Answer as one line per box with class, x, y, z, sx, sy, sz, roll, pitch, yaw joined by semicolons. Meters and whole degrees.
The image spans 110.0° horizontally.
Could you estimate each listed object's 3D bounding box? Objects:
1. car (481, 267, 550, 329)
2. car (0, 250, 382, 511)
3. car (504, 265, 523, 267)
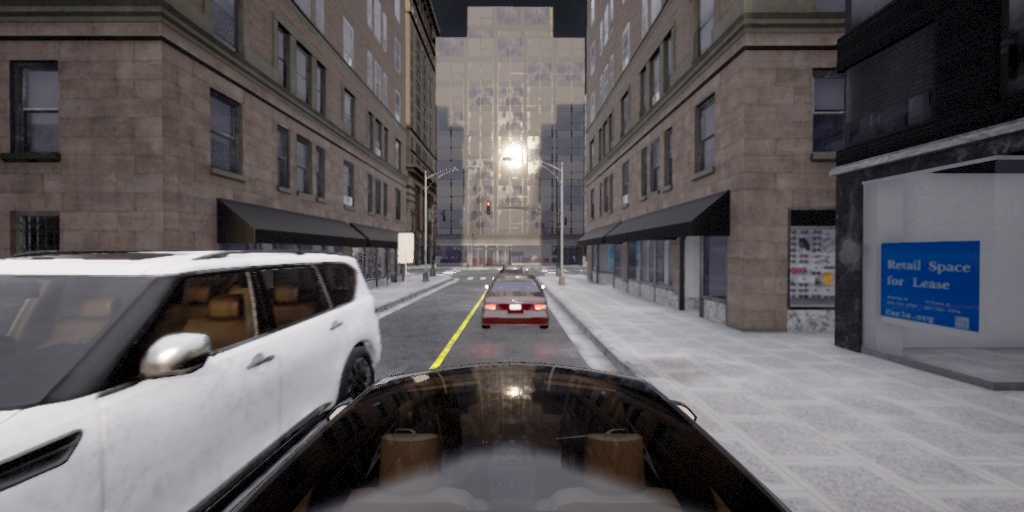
car;0.091;1.253;11.055;2.033;1.411;5.357;0;0;0
car;-2.850;0.967;2.702;2.150;2.045;5.566;0;0;0
car;0.076;1.214;21.721;1.994;1.385;4.181;0;0;0
